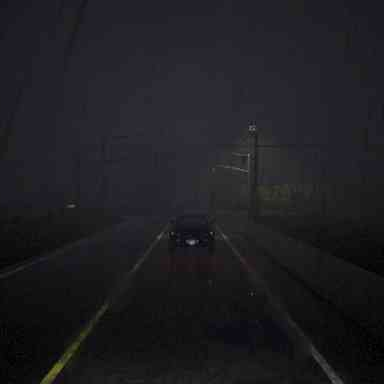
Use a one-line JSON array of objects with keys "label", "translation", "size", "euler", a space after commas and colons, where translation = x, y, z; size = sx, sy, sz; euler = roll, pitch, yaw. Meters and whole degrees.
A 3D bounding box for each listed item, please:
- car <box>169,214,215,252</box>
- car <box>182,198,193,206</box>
[{"label": "car", "translation": [0.002, 1.662, 14.387], "size": [1.812, 1.442, 4.674], "euler": [0, 0, 0]}, {"label": "car", "translation": [-0.970, 2.060, 71.047], "size": [2.097, 1.767, 4.553], "euler": [0, -1, -3]}]
